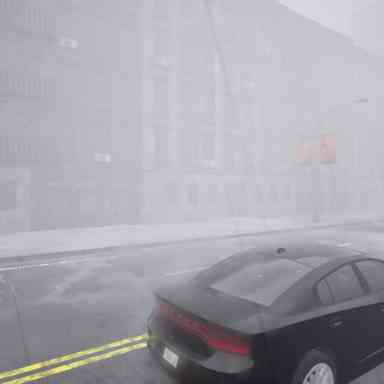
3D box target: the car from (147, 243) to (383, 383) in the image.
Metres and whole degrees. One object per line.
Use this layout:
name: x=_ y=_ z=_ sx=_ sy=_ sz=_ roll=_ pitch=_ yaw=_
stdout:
car: x=1.815 y=1.477 z=4.720 sx=5.008 sy=1.535 sz=1.882 roll=0 pitch=0 yaw=-35
